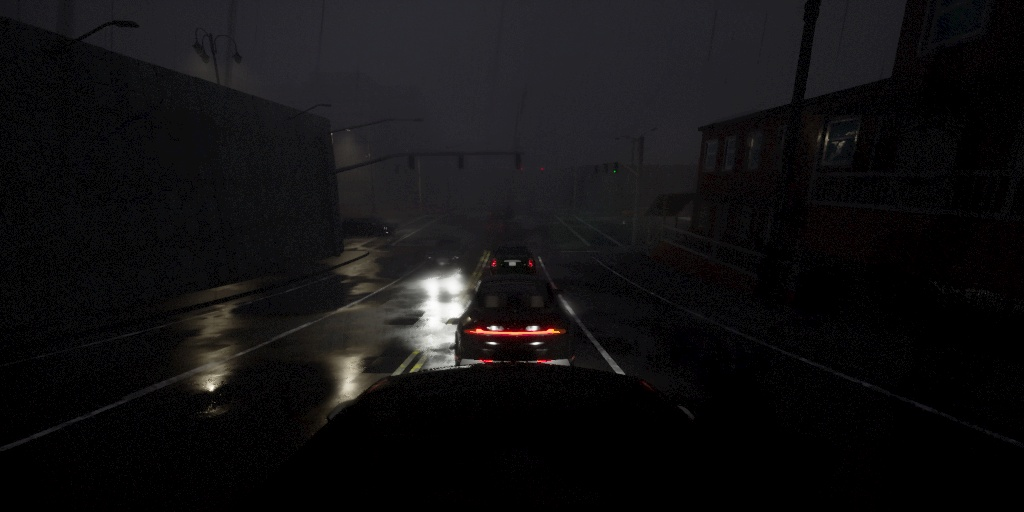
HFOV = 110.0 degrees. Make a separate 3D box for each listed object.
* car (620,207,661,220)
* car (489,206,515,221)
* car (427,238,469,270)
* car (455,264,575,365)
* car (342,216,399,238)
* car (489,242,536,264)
[{"bbox_3d":[16.468,-5.546,46.038,5.008,1.535,1.882,0,12,0],"label":"car"},{"bbox_3d":[-1.142,-5.444,45.002,2.097,1.767,4.553,4,13,19],"label":"car"},{"bbox_3d":[-3.600,-0.233,20.716,2.128,1.511,4.902,0,9,-1],"label":"car"},{"bbox_3d":[0.056,1.122,7.183,1.837,1.490,4.892,0,2,0],"label":"car"},{"bbox_3d":[-13.061,-2.659,32.273,4.553,1.767,2.097,0,12,0],"label":"car"},{"bbox_3d":[0.025,0.085,17.435,2.097,1.767,4.553,0,7,0],"label":"car"}]
